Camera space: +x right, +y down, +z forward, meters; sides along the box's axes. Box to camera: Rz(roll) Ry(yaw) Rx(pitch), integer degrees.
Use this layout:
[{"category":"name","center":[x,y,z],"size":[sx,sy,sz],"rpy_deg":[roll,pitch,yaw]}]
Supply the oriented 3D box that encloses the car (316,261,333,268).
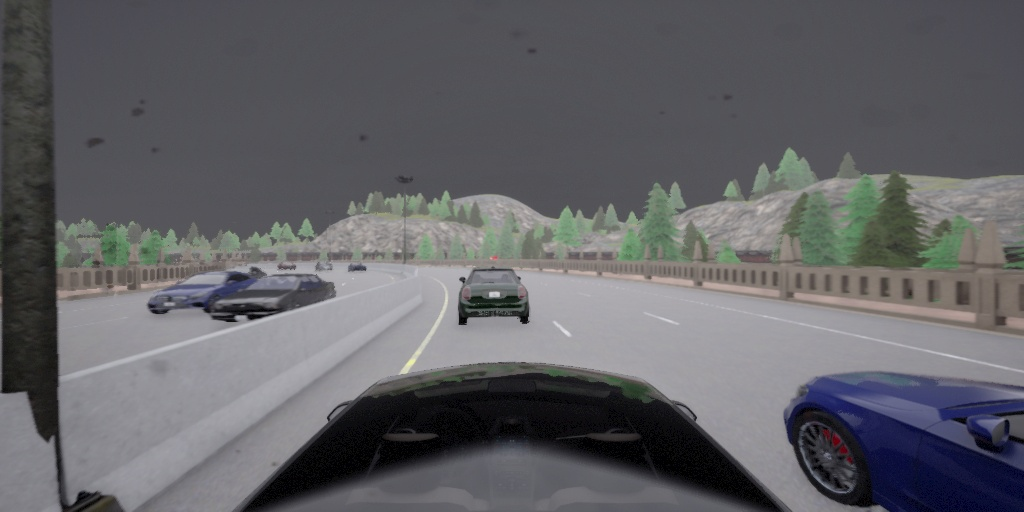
[{"category":"car","center":[-28.115,1.567,53.642],"size":[2.128,1.511,4.902],"rpy_deg":[0,0,-36]}]

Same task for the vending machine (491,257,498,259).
[{"category":"vending machine","center":[-3.132,1.067,62.352],"size":[1.100,2.100,0.880],"rpy_deg":[0,0,-33]}]

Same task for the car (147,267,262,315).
[{"category":"car","center":[-11.724,1.344,14.193],"size":[1.812,1.442,4.674],"rpy_deg":[0,0,-9]}]

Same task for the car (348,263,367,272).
[{"category":"car","center":[-21.760,1.603,50.551],"size":[1.895,1.301,4.718],"rpy_deg":[0,0,-32]}]

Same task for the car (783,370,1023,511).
[{"category":"car","center":[3.471,1.261,1.399],"size":[1.812,1.442,4.674],"rpy_deg":[0,0,0]}]

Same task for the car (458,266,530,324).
[{"category":"car","center":[-0.723,1.112,12.238],"size":[2.097,1.767,4.553],"rpy_deg":[0,0,-6]}]

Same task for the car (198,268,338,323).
[{"category":"car","center":[-7.923,1.343,12.689],"size":[2.033,1.411,5.357],"rpy_deg":[0,0,-7]}]
